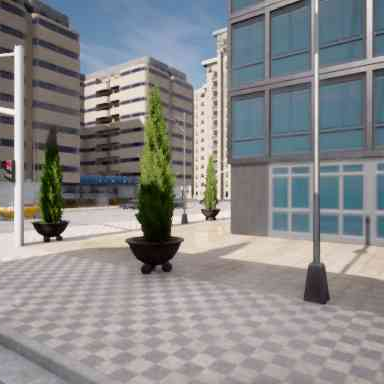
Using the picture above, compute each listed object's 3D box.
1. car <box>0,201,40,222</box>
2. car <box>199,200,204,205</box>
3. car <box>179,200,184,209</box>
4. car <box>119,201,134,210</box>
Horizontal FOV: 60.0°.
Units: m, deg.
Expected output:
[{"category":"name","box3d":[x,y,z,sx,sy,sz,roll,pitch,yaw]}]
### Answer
[{"category":"car","box3d":[-14.590,1.532,27.434,1.882,1.535,5.008,0,0,35]},{"category":"car","box3d":[2.991,1.619,58.165,1.994,1.385,4.181,0,0,35]},{"category":"car","box3d":[-2.968,1.559,43.844,1.837,1.490,4.892,0,0,35]},{"category":"car","box3d":[-7.172,1.601,43.971,2.033,1.411,5.357,0,0,35]}]
